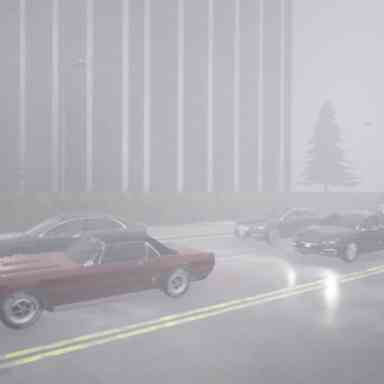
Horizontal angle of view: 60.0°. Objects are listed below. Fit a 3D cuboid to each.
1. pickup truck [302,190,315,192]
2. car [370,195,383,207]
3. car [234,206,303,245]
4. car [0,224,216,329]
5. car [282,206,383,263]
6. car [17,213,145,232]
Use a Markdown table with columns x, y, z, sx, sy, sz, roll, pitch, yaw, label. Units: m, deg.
| x | y | z | sx | sy | sz | roll | pitch | yaw | label |
| --- | --- | --- | --- | --- | --- | --- | --- | --- | --- |
| 27.541 | 0.668 | 78.194 | 2.390 | 2.098 | 6.274 | 0 | 0 | -3 | pickup truck |
| 12.952 | 1.142 | 20.805 | 5.566 | 2.045 | 2.150 | 0 | 0 | -33 | car |
| 4.094 | 1.408 | 15.016 | 4.902 | 1.511 | 2.128 | 0 | 0 | -33 | car |
| -1.906 | 1.542 | 6.887 | 4.718 | 1.301 | 1.895 | 0 | 0 | -33 | car |
| 5.713 | 1.450 | 11.891 | 4.892 | 1.490 | 1.837 | 0 | 0 | -33 | car |
| -3.620 | 1.417 | 9.950 | 4.892 | 1.490 | 1.837 | 0 | 0 | -33 | car |
